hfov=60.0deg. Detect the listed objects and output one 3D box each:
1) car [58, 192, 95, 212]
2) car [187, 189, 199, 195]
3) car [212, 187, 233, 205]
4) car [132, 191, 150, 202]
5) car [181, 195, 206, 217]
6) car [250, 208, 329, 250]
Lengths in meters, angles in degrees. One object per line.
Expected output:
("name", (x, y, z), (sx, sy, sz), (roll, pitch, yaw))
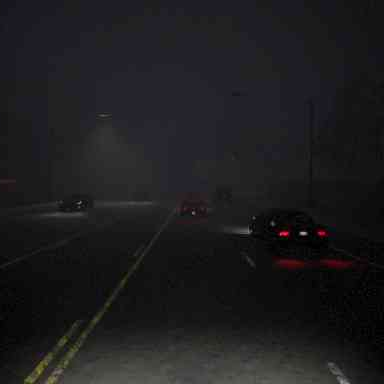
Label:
("car", (-10.563, 0.837, 30.689), (2.097, 1.767, 4.553), (0, 1, 0))
("car", (0.131, 0.354, 49.968), (1.882, 1.535, 5.008), (0, 2, 0))
("car", (3.625, 0.449, 39.834), (2.150, 2.045, 5.566), (0, 2, 0))
("car", (-6.994, 0.541, 46.118), (1.812, 1.442, 4.674), (0, 2, 1))
("car", (0.116, 1.186, 26.444), (1.895, 1.301, 4.718), (0, 1, 0))
("car", (3.609, 1.358, 13.271), (2.033, 1.411, 5.357), (0, 1, 0))
